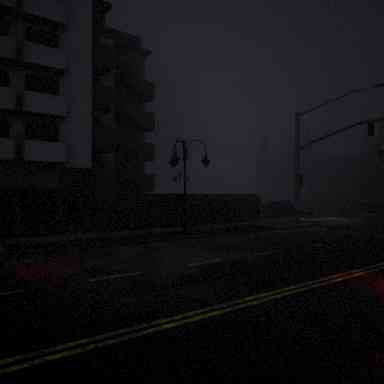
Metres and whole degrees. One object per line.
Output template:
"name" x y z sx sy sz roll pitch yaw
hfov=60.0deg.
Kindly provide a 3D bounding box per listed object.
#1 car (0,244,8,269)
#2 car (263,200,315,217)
"car" -6.995 1.601 7.605 4.718 1.301 1.895 0 0 -35
"car" 8.867 1.476 30.751 1.882 1.535 5.008 0 0 -38
